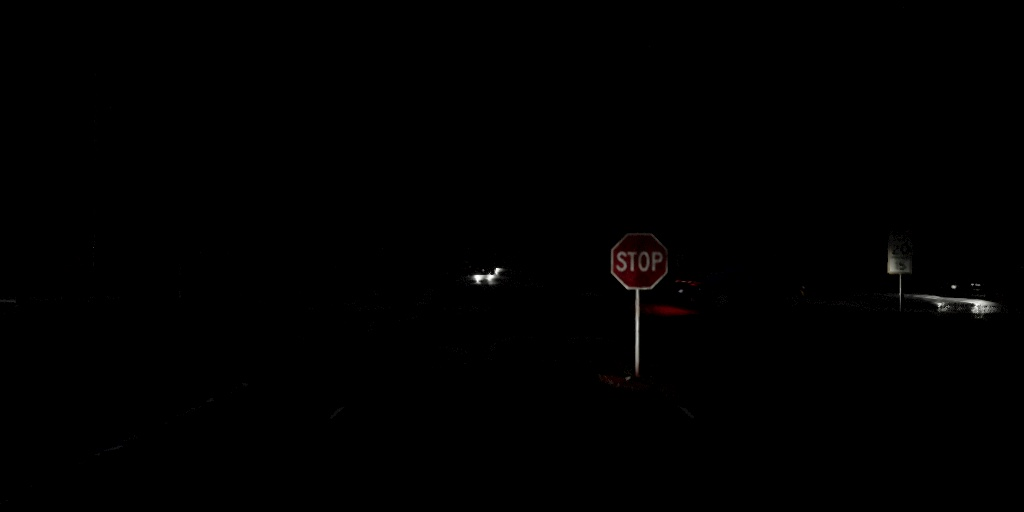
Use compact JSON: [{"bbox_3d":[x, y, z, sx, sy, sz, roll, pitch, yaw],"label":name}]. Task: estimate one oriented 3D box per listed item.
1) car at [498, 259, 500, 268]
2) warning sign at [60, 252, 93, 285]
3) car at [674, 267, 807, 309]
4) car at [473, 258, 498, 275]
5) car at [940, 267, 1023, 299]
[{"bbox_3d":[-2.761,1.024,54.502,2.128,1.511,4.902,0,0,0],"label":"car"},{"bbox_3d":[-24.147,0.723,19.809,1.060,1.860,1.300,0,0,0],"label":"warning sign"},{"bbox_3d":[9.157,1.226,14.497,5.008,1.535,1.882,0,-1,-7],"label":"car"},{"bbox_3d":[-2.803,1.186,36.944,1.994,1.385,4.181,0,0,0],"label":"car"},{"bbox_3d":[24.011,1.275,17.511,4.892,1.490,1.837,0,0,0],"label":"car"}]
